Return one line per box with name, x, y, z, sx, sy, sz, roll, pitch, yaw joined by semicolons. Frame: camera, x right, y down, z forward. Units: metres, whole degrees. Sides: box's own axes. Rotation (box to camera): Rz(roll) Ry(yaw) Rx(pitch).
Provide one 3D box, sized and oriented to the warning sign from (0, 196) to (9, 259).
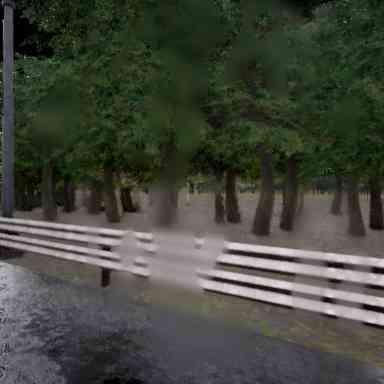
warning sign;-6.359;1.052;9.858;1.060;1.860;1.300;1;0;37
